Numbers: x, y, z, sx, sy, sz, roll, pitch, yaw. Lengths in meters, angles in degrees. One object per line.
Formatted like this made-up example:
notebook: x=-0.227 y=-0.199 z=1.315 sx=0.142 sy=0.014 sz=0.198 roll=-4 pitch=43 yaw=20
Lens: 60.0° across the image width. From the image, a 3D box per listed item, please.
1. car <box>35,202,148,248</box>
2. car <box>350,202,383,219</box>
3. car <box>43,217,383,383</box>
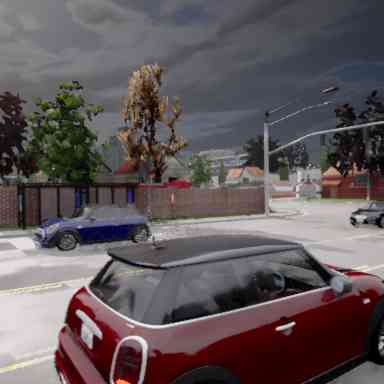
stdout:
car: x=-4.075 y=1.347 z=13.986 sx=4.553 sy=1.767 sz=2.097 roll=0 pitch=0 yaw=-36
car: x=11.877 y=1.396 z=20.993 sx=4.902 sy=1.511 sz=2.128 roll=0 pitch=0 yaw=-35
car: x=0.765 y=1.349 z=4.299 sx=4.553 sy=1.767 sz=2.097 roll=0 pitch=0 yaw=-35
